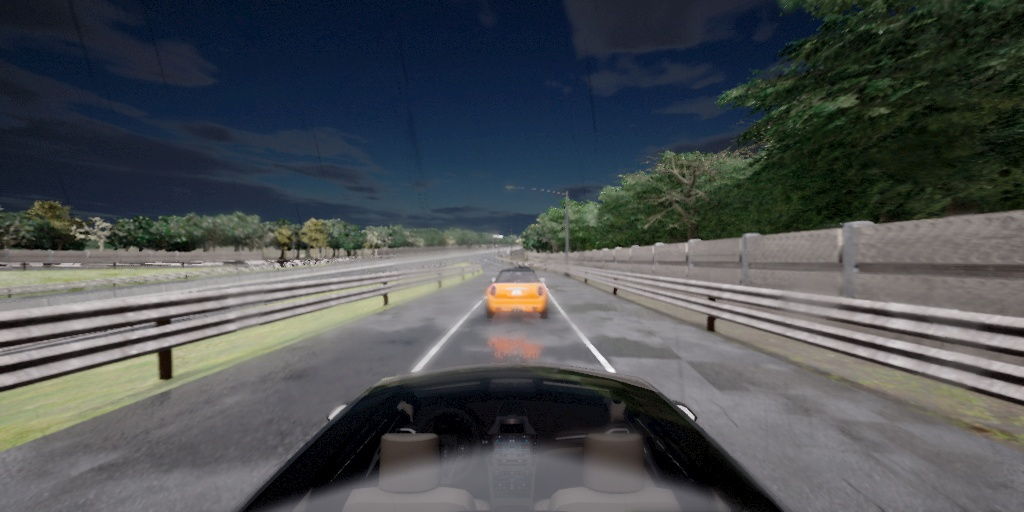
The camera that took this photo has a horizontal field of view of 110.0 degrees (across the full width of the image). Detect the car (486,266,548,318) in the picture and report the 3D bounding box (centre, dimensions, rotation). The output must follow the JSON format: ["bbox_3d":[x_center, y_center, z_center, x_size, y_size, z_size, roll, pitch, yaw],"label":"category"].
[{"bbox_3d":[0.246,1.243,13.855,2.097,1.767,4.553,0,-1,2],"label":"car"}]
